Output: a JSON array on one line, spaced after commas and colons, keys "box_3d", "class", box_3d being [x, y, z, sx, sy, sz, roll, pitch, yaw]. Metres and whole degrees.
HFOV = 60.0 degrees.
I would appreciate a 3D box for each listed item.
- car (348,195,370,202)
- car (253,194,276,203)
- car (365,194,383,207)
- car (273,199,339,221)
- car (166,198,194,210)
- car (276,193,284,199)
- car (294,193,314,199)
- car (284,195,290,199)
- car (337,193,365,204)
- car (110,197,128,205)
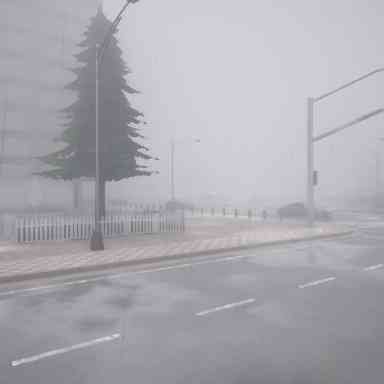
[{"box_3d": [37.185, 1.364, 74.060, 1.784, 1.438, 3.905, 0, 0, -36], "class": "car"}, {"box_3d": [17.006, 1.395, 78.158, 1.970, 1.475, 3.806, 0, 0, -36], "class": "car"}, {"box_3d": [26.683, 1.153, 45.101, 1.932, 1.855, 4.605, 0, 0, -36], "class": "car"}, {"box_3d": [9.133, 1.526, 27.107, 1.812, 1.442, 4.674, 0, 0, -33], "class": "car"}, {"box_3d": [-1.629, 1.526, 42.250, 1.812, 1.442, 4.674, 0, 0, -36], "class": "car"}, {"box_3d": [19.361, 1.364, 79.842, 1.784, 1.438, 3.905, 0, 0, -36], "class": "car"}, {"box_3d": [21.103, 1.395, 62.520, 1.970, 1.475, 3.806, 0, 0, -36], "class": "car"}, {"box_3d": [21.513, 1.153, 81.445, 1.932, 1.855, 4.605, 0, 0, -36], "class": "car"}, {"box_3d": [34.792, 1.153, 72.427, 1.932, 1.855, 4.605, 0, 0, -36], "class": "car"}, {"box_3d": [-12.658, 1.601, 57.691, 1.994, 1.385, 4.181, 0, 0, -36], "class": "car"}]
